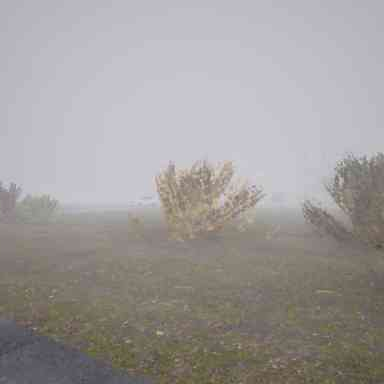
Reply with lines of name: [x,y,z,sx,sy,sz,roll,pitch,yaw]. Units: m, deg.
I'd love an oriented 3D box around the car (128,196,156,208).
car: [-8.787,1.754,59.385,2.150,2.045,5.566,-1,-1,36]
